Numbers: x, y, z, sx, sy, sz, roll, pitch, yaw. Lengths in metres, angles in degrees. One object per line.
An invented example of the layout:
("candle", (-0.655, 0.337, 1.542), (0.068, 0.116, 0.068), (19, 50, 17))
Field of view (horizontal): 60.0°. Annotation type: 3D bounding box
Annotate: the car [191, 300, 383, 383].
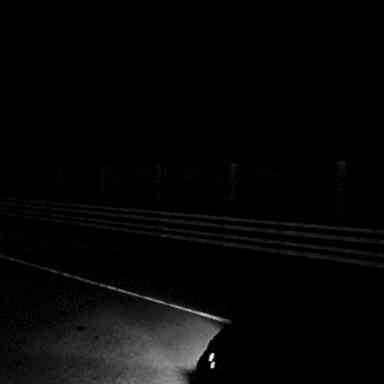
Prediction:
("car", (2.053, 1.574, 2.535), (4.181, 1.385, 1.994), (2, 1, 35))
